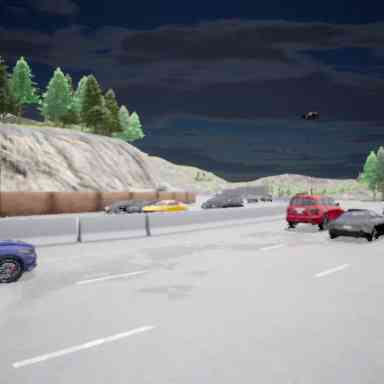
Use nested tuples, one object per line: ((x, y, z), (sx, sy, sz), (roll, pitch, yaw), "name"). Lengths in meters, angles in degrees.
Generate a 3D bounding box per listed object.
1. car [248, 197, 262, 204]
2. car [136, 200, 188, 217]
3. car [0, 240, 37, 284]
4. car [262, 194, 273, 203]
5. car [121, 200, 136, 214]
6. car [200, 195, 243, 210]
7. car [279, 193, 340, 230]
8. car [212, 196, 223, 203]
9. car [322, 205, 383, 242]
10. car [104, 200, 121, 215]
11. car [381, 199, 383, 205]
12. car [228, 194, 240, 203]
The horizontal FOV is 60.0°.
((12.543, 1.647, 68.594), (2.033, 1.411, 5.357), (0, 0, 5), "car")
((-2.447, 1.562, 30.941), (1.882, 1.535, 5.008), (0, 0, 39), "car")
((-6.323, 1.570, 8.056), (4.674, 1.442, 1.812), (0, 0, -35), "car")
((16.166, 1.590, 72.233), (2.033, 1.411, 5.357), (0, 0, 1), "car")
((-4.503, 1.604, 33.966), (1.837, 1.490, 4.892), (0, 0, 38), "car")
((3.029, 1.290, 32.327), (2.150, 2.045, 5.566), (0, 0, 35), "car")
((7.971, 1.244, 21.317), (2.150, 2.045, 5.566), (0, 0, 40), "car")
((5.624, 1.585, 75.123), (1.882, 1.535, 5.008), (0, 0, -3), "car")
((8.465, 1.573, 16.666), (1.994, 1.385, 4.181), (0, 0, 43), "car")
((-7.270, 1.606, 36.093), (2.128, 1.511, 4.902), (0, 0, 38), "car")
((19.451, 1.225, 31.801), (2.150, 2.045, 5.566), (0, 0, 29), "car")
((9.161, 1.396, 72.856), (2.097, 1.767, 4.553), (0, 0, 1), "car")
